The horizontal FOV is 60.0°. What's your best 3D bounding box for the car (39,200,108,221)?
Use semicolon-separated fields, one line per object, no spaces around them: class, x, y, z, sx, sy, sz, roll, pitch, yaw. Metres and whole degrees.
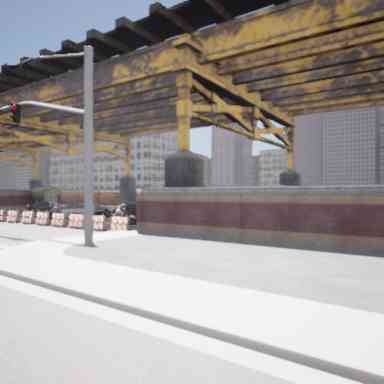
car;-8.878;1.325;25.526;4.536;1.218;1.853;0;0;-1

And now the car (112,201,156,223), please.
car;-4.125;1.318;23.098;1.853;1.218;4.536;0;0;-26

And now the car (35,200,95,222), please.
car;-8.930;1.482;25.525;4.974;1.542;2.038;0;0;-1

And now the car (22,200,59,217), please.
car;-12.698;1.331;28.243;1.853;1.218;4.536;0;0;-11

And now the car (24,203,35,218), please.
car;-12.688;1.489;28.192;2.038;1.542;4.974;0;0;-11

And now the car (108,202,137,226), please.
car;-4.102;1.475;23.051;2.038;1.542;4.974;0;0;-26
